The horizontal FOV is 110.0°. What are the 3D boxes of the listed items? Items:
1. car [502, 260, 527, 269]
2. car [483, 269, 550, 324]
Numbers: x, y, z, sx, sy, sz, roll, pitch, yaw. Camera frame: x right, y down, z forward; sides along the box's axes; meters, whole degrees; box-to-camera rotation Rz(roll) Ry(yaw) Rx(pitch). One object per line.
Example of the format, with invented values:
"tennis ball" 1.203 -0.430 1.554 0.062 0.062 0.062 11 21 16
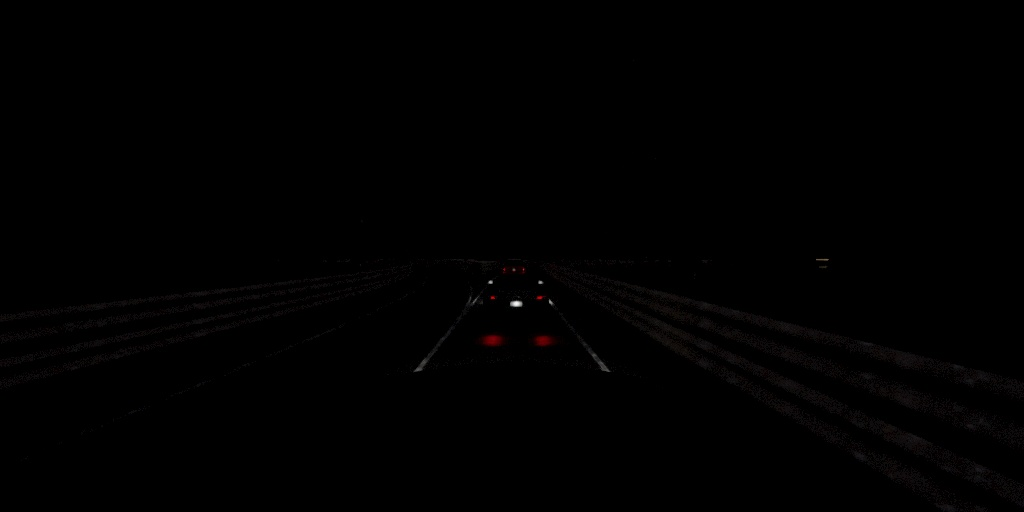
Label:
"car" 0.216 1.132 30.999 2.097 1.767 4.553 0 0 1
"car" 0.122 1.296 11.979 1.994 1.385 4.181 0 0 0
